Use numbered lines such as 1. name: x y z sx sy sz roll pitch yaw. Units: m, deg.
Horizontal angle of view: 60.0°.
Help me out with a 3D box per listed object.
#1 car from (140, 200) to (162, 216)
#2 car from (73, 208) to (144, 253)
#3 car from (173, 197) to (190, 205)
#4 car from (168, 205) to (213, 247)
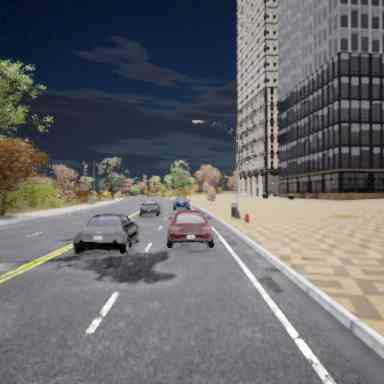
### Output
1. car: -4.046 1.505 32.930 2.128 1.511 4.902 0 0 -3
2. car: -3.327 1.566 13.637 1.994 1.385 4.181 0 0 -1
3. car: -1.457 1.375 43.891 2.097 1.767 4.553 0 0 -4
4. car: -0.092 1.522 14.783 1.812 1.442 4.674 0 0 -1
